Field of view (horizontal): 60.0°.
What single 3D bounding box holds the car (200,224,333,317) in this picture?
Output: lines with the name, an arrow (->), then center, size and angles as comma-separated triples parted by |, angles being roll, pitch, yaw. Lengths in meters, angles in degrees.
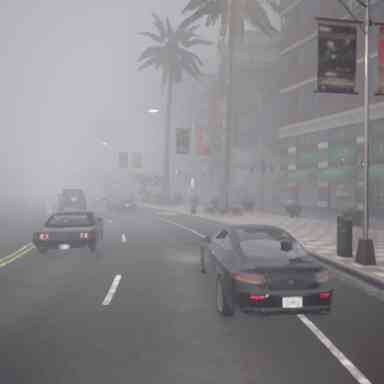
car -> 1.271, 1.411, 7.156 | 1.812, 1.442, 4.674 | 0, 1, -5

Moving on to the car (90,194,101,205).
car -> -10.562, 0.909, 38.401 | 1.812, 1.442, 4.674 | 0, 1, -24

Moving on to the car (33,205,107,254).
car -> -4.457, 1.395, 12.686 | 1.895, 1.301, 4.718 | 0, 1, -11

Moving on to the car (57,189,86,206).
car -> -10.902, 0.732, 30.118 | 2.150, 2.045, 5.566 | 0, 1, -24

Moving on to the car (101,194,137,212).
car -> -6.605, 1.073, 30.606 | 1.994, 1.385, 4.181 | 0, 1, -30
